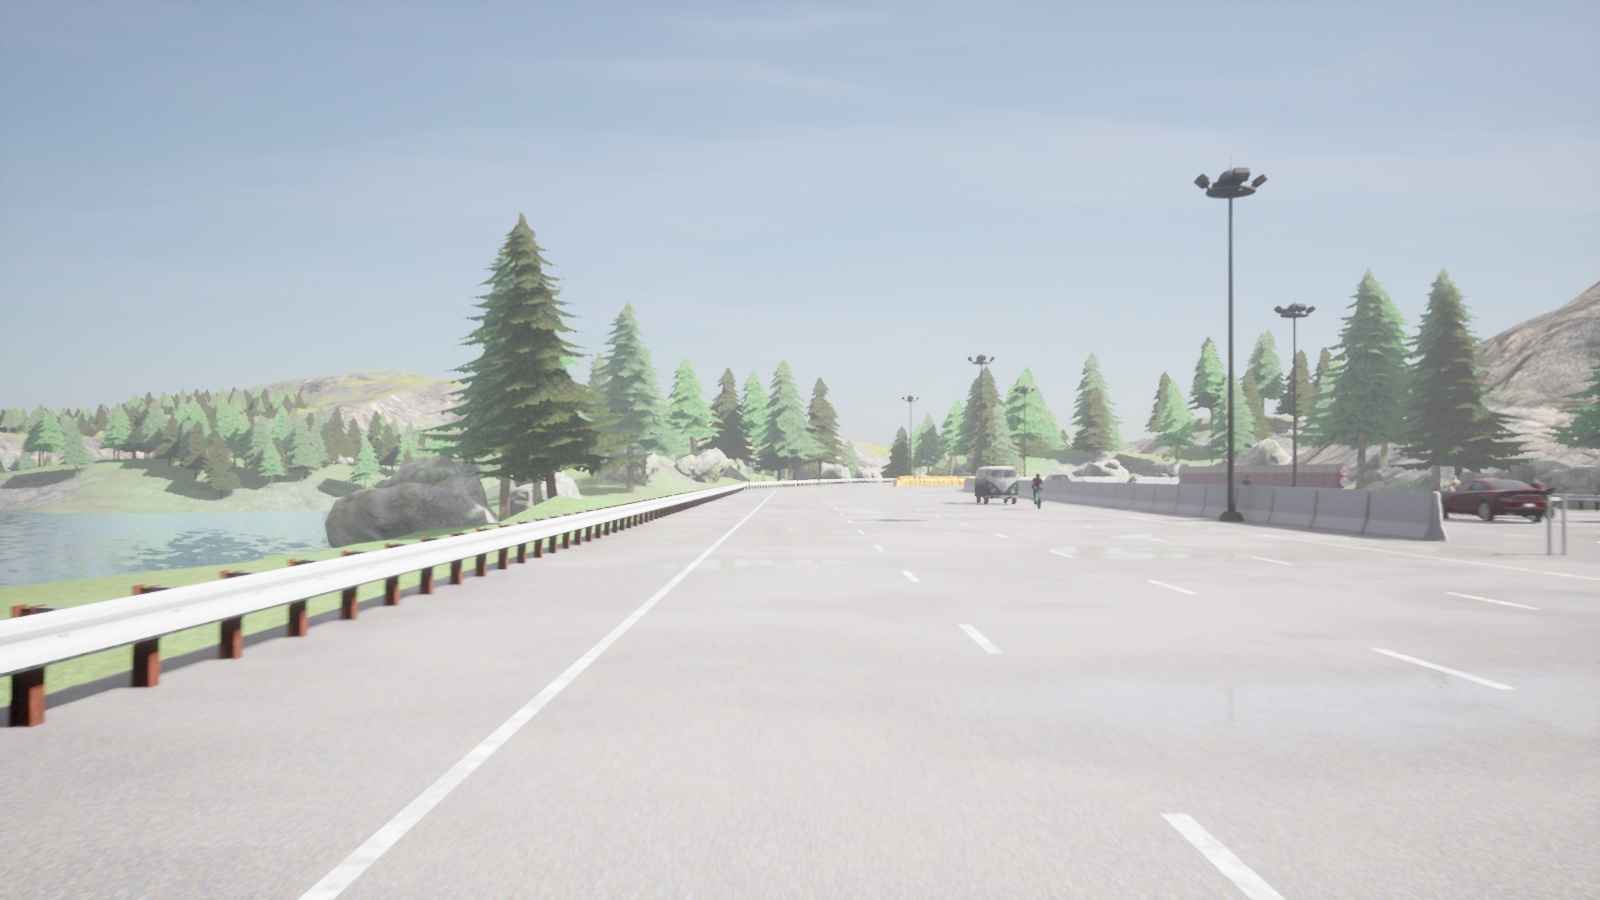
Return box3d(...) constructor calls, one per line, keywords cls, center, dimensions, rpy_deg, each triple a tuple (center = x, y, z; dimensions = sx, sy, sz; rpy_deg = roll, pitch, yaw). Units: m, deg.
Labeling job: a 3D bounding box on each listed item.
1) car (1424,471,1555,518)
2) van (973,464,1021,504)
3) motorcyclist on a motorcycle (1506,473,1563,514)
box3d(cls="car", center=(24.390, 1.542, 44.682), dimensions=(1.882, 1.535, 5.008), rpy_deg=(0, -1, 0))
box3d(cls="van", center=(10.322, 1.777, 66.071), dimensions=(1.775, 1.987, 4.442), rpy_deg=(0, -1, 0))
box3d(cls="motorcyclist on a motorcycle", center=(27.883, 1.642, 47.723), dimensions=(0.866, 1.530, 2.191), rpy_deg=(0, -1, 0))
